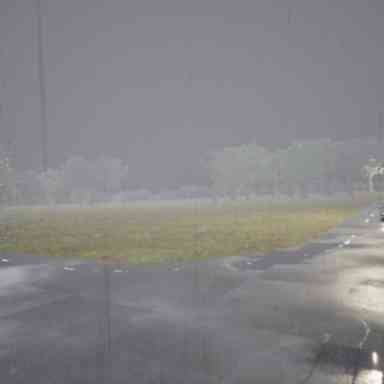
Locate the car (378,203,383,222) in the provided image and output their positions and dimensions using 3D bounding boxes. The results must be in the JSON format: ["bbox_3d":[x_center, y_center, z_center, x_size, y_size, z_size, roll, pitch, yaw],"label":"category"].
[{"bbox_3d":[13.884,1.182,22.619,2.033,1.411,5.357,-3,-1,32],"label":"car"}]
